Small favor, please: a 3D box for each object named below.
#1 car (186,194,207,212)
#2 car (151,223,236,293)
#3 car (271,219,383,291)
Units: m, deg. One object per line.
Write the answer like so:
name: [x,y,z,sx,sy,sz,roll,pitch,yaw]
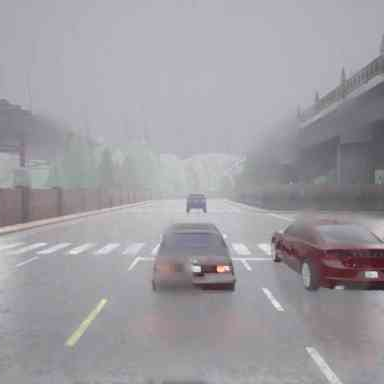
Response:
car: [0.519,1.220,38.686,2.150,2.045,5.566,0,0,1]
car: [0.030,1.547,8.981,2.033,1.411,5.357,0,0,0]
car: [3.536,1.477,9.034,1.882,1.535,5.008,0,0,0]
